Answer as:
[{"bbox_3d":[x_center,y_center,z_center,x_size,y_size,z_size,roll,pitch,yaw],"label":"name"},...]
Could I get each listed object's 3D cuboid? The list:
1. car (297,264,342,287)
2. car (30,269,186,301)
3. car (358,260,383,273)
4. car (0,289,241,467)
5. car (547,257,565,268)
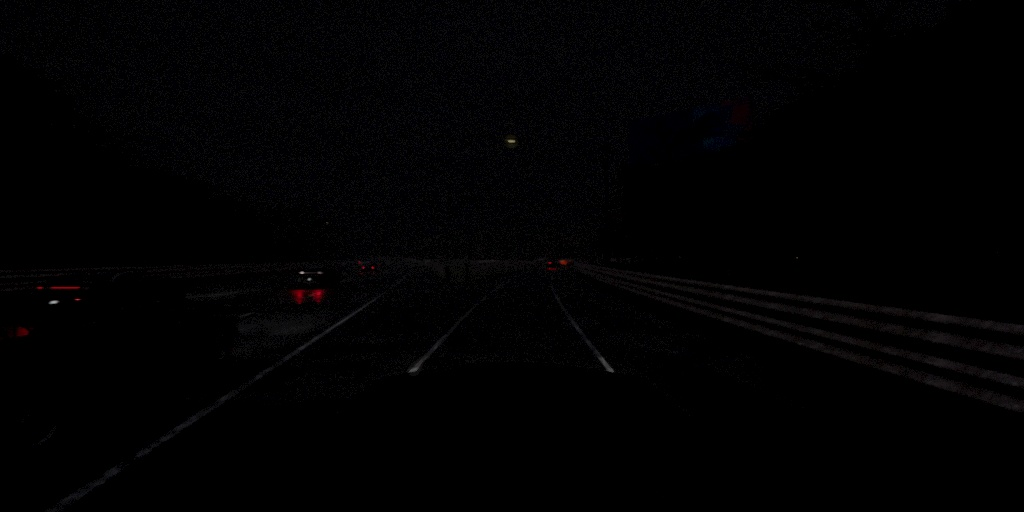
[{"bbox_3d":[-13.665,1.329,25.633,2.128,1.511,4.902,0,-1,-13],"label":"car"},{"bbox_3d":[-14.542,1.226,13.370,2.128,1.511,4.902,0,0,-12],"label":"car"},{"bbox_3d":[-19.332,1.583,49.065,2.033,1.411,5.357,0,-1,-15],"label":"car"},{"bbox_3d":[-5.686,1.321,4.608,1.895,1.301,4.718,0,0,-11],"label":"car"},{"bbox_3d":[7.407,1.340,62.502,1.837,1.490,4.892,1,0,18],"label":"car"}]
